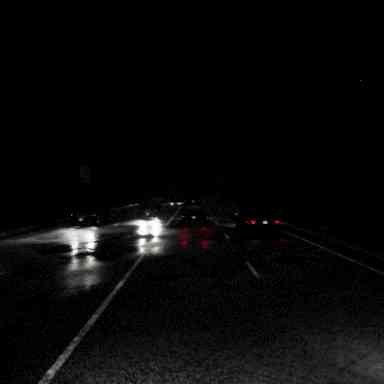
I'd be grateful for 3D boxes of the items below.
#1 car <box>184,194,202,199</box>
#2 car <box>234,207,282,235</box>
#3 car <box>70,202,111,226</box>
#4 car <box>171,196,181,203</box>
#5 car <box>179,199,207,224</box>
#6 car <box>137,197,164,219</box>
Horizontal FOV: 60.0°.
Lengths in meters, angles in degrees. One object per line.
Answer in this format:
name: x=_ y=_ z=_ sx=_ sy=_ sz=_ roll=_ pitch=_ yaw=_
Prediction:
car: x=0.151 y=1.224 z=42.934 sx=2.150 sy=2.045 sz=5.566 roll=0 pitch=0 yaw=0
car: x=3.620 y=1.549 z=18.930 sx=2.033 sy=1.411 sz=5.357 roll=0 pitch=0 yaw=0
car: x=-7.071 y=1.492 z=23.600 sx=2.128 sy=1.511 sz=4.902 roll=0 pitch=0 yaw=0
car: x=-3.415 y=1.478 z=70.148 sx=1.882 sy=1.535 sz=5.008 roll=0 pitch=0 yaw=0
car: x=0.131 y=1.527 z=24.657 sx=1.812 sy=1.442 sz=4.674 roll=0 pitch=0 yaw=0
car: x=-3.563 y=1.493 z=29.102 sx=2.128 sy=1.511 sz=4.902 roll=0 pitch=0 yaw=0
